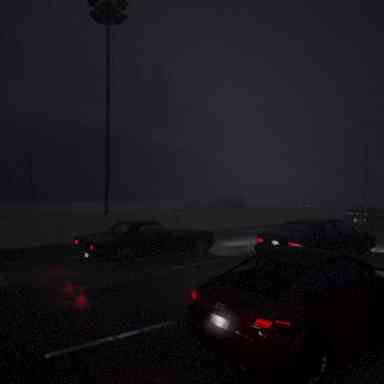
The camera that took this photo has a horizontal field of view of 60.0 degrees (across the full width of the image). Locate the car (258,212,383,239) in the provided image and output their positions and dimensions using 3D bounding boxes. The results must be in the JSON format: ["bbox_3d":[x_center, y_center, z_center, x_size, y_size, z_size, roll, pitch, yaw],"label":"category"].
[{"bbox_3d":[4.501,1.620,11.739,5.357,1.411,2.033,0,0,-39],"label":"car"}]

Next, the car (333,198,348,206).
[{"bbox_3d":[28.810,1.941,64.298,1.812,1.442,4.674,0,0,34],"label":"car"}]

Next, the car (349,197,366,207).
[{"bbox_3d":[29.499,1.749,59.178,2.097,1.767,4.553,0,0,36],"label":"car"}]

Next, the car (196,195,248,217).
[{"bbox_3d":[3.198,1.392,34.078,5.566,2.045,2.150,0,0,-43],"label":"car"}]

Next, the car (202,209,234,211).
[{"bbox_3d":[3.090,1.639,29.250,4.902,1.511,2.128,0,0,-43],"label":"car"}]

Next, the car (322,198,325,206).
[{"bbox_3d":[25.681,1.889,65.922,1.882,1.535,5.008,0,0,34],"label":"car"}]

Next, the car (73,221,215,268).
[{"bbox_3d":[-1.465,1.648,11.505,4.718,1.301,1.895,0,0,-37],"label":"car"}]

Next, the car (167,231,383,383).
[{"bbox_3d":[1.947,1.597,5.352,4.181,1.385,1.994,0,0,-37],"label":"car"}]

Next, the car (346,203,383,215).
[{"bbox_3d":[12.404,1.651,23.304,4.902,1.511,2.128,0,0,-43],"label":"car"}]

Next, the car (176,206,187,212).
[{"bbox_3d":[-0.128,1.690,35.772,4.674,1.442,1.812,0,0,-43],"label":"car"}]
